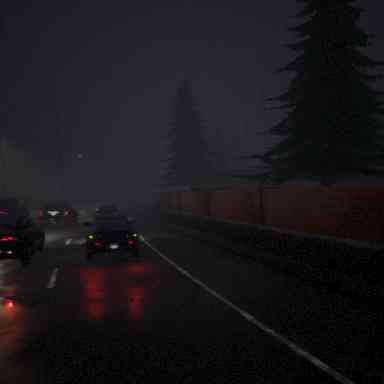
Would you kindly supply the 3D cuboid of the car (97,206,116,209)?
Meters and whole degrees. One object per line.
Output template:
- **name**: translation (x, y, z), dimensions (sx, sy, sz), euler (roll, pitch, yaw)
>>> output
- **car**: translation (-6.573, 1.744, 25.925), dimensions (1.994, 1.385, 4.181), euler (-1, 0, -11)

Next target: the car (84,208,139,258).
- **car**: translation (-3.224, 1.614, 13.172), dimensions (1.812, 1.442, 4.674), euler (-1, 0, -16)

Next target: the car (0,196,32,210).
- **car**: translation (-13.224, 1.460, 23.400), dimensions (2.150, 2.045, 5.566), euler (-1, 0, -12)

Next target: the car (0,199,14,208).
- **car**: translation (-34.296, 2.109, 59.804), dimensions (1.837, 1.490, 4.892), euler (-1, 0, 1)

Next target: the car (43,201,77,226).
- **car**: translation (-9.960, 1.561, 25.005), dimensions (2.097, 1.767, 4.553), euler (-1, 0, -11)

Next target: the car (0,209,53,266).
- **car**: translation (-6.438, 1.608, 11.699), dimensions (2.128, 1.511, 4.902), euler (-1, 0, -17)

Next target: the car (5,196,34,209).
- **car**: translation (-30.803, 1.794, 59.713), dimensions (2.150, 2.045, 5.566), euler (-1, 0, 1)
